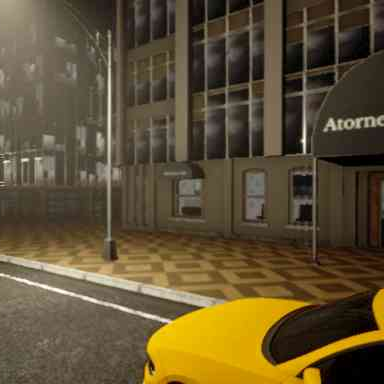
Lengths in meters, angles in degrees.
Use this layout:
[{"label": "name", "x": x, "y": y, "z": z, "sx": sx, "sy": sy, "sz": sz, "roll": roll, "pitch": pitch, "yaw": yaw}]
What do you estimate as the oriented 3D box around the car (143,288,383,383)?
[{"label": "car", "x": 1.832, "y": 1.476, "z": 2.377, "sx": 5.008, "sy": 1.535, "sz": 1.882, "roll": 0, "pitch": 0, "yaw": 35}]
